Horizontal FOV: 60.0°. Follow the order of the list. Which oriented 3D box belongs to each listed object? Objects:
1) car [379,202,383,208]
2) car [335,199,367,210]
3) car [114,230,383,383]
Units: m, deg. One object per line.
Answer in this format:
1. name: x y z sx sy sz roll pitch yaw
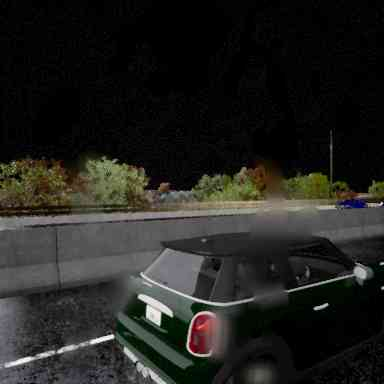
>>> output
1. car: 23.221 1.355 37.765 4.553 1.767 2.097 0 0 -35
2. car: 18.615 1.525 38.819 4.674 1.442 1.812 0 0 -35
3. car: 1.301 1.350 4.848 4.553 1.767 2.097 0 0 -36
